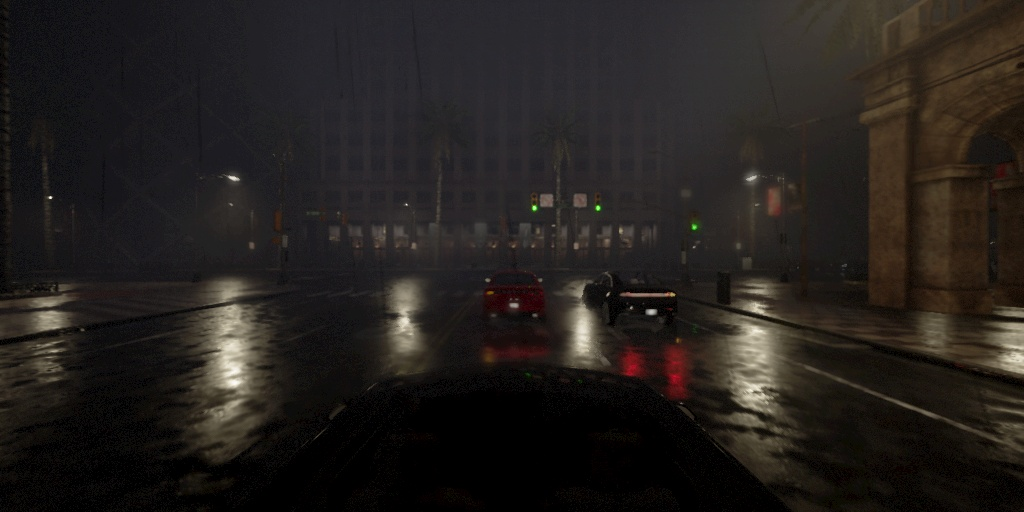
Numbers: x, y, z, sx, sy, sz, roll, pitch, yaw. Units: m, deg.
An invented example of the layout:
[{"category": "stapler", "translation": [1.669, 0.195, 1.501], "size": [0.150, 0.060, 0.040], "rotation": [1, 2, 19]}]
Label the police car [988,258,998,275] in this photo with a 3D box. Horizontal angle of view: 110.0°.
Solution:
[{"category": "police car", "translation": [47.410, 1.173, 35.669], "size": [4.974, 1.542, 2.038], "rotation": [0, 0, 0]}]

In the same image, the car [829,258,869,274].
[{"category": "car", "translation": [37.668, 1.012, 39.302], "size": [4.553, 1.767, 2.097], "rotation": [0, 0, 0]}]

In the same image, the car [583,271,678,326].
[{"category": "car", "translation": [3.578, 1.218, 11.610], "size": [2.128, 1.511, 4.902], "rotation": [0, 0, 0]}]

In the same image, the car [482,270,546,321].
[{"category": "car", "translation": [0.071, 1.200, 12.308], "size": [1.882, 1.535, 5.008], "rotation": [0, 0, 0]}]
